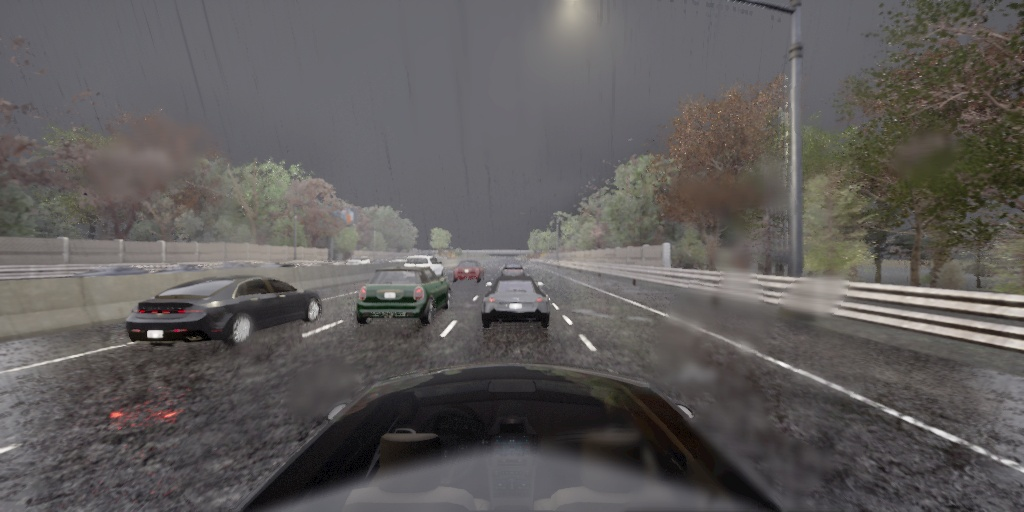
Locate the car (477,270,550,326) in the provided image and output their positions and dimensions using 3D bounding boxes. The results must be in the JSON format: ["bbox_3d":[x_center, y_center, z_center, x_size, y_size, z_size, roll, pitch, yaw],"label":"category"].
[{"bbox_3d":[0.100,1.332,11.701,1.994,1.385,4.181,0,0,0],"label":"car"}]

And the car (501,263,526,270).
[{"bbox_3d":[0.100,1.301,29.301,2.128,1.511,4.902,0,0,0],"label":"car"}]

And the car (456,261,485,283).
[{"bbox_3d":[-3.402,1.161,29.054,2.097,1.767,4.553,0,0,0],"label":"car"}]

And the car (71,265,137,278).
[{"bbox_3d":[-28.096,1.364,25.307,1.994,1.385,4.181,0,0,0],"label":"car"}]

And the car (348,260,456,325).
[{"bbox_3d":[-3.397,1.121,12.105,2.097,1.767,4.553,0,0,0],"label":"car"}]

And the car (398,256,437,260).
[{"bbox_3d":[-6.901,1.029,28.469,2.150,2.045,5.566,0,0,0],"label":"car"}]

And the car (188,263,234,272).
[{"bbox_3d":[-21.096,1.296,27.156,2.128,1.511,4.902,0,0,0],"label":"car"}]

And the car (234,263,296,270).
[{"bbox_3d":[-17.597,1.307,26.501,1.837,1.490,4.892,0,0,0],"label":"car"}]

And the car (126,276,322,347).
[{"bbox_3d":[-6.900,1.269,9.362,1.837,1.490,4.892,0,0,0],"label":"car"}]

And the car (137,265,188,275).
[{"bbox_3d":[-24.595,1.367,26.695,1.994,1.385,4.181,0,0,0],"label":"car"}]
